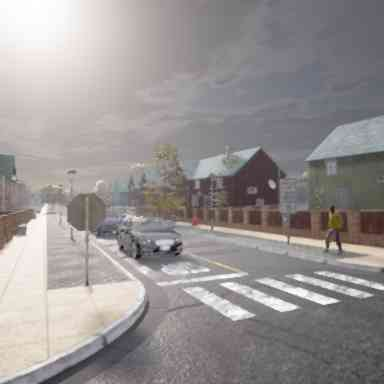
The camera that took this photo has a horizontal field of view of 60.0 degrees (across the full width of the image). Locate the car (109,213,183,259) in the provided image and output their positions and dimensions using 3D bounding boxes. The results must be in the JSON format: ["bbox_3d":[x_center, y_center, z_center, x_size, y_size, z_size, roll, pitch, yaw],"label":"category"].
[{"bbox_3d":[-1.935,1.834,14.259,2.128,1.511,4.902,0,-2,-24],"label":"car"}]

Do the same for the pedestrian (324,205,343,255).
[{"bbox_3d":[5.045,1.321,11.819,0.375,1.860,0.375,-2,0,-24],"label":"pedestrian"}]

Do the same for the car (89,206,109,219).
[{"bbox_3d":[-13.476,2.900,48.107,2.097,1.767,4.553,0,-2,-24],"label":"car"}]

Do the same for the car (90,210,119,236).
[{"bbox_3d":[-5.755,2.017,23.028,2.097,1.767,4.553,0,-2,-23],"label":"car"}]
